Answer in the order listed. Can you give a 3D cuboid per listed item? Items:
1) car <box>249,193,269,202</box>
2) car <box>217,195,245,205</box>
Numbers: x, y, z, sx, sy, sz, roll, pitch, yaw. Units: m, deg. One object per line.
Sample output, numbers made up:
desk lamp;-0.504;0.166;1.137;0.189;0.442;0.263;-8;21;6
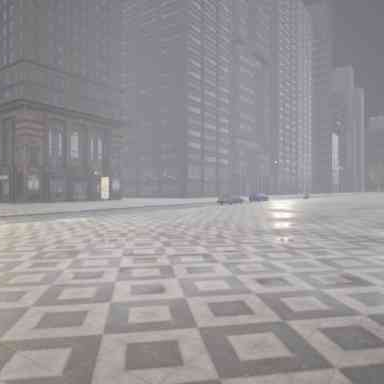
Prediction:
car;11.160;0.906;55.108;1.882;1.535;5.008;0;1;35
car;5.544;1.064;47.133;2.033;1.411;5.357;0;1;36
